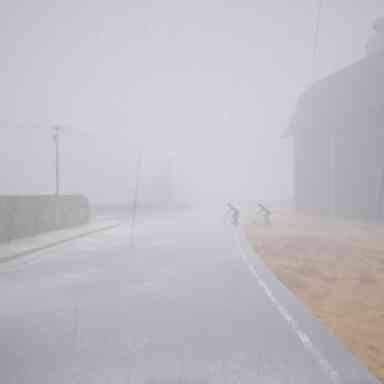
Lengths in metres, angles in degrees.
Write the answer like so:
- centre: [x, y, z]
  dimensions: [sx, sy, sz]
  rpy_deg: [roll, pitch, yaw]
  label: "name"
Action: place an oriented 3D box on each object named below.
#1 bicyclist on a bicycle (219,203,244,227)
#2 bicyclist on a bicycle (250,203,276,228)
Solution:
- centre: [2.624, 1.546, 22.022]
  dimensions: [1.656, 1.620, 0.582]
  rpy_deg: [0, 0, 9]
  label: "bicyclist on a bicycle"
- centre: [4.543, 1.535, 21.342]
  dimensions: [1.656, 1.620, 0.582]
  rpy_deg: [-1, 0, 9]
  label: "bicyclist on a bicycle"
